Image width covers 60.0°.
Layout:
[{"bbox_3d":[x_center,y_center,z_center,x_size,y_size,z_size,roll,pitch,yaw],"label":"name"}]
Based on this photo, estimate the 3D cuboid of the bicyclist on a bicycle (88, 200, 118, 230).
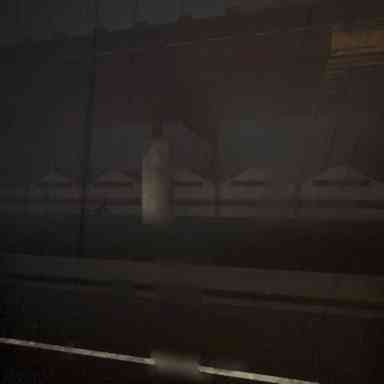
[{"bbox_3d":[-4.950,1.298,18.600,1.656,1.620,0.582,2,-1,-30],"label":"bicyclist on a bicycle"}]
